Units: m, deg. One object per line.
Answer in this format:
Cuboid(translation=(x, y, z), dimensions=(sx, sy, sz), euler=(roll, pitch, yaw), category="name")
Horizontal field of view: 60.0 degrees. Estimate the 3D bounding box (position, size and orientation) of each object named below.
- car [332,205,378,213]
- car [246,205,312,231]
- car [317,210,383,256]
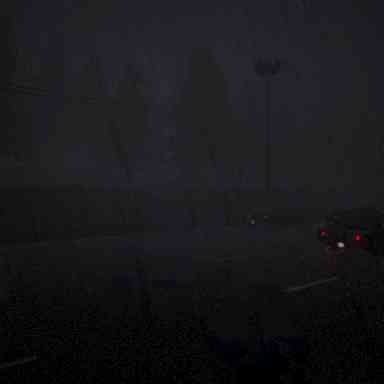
Cuboid(translation=(9.809, 1.514, 19.363), dimensions=(4.892, 1.490, 1.837), euler=(-1, 0, -35), category="car")
Cuboid(translation=(5.398, 1.531, 20.530), dimensions=(4.674, 1.442, 1.812), euler=(0, 0, -35), category="car")
Cuboid(translation=(7.159, 1.606, 13.209), dimensions=(4.718, 1.301, 1.895), euler=(0, 0, -35), category="car")
